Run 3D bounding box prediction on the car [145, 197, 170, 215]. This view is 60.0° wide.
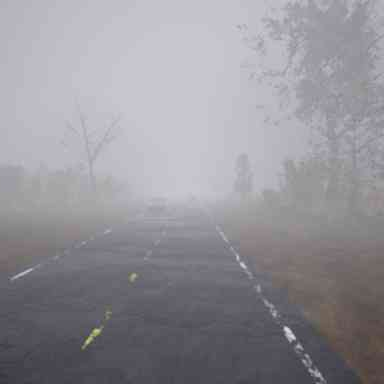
[{"bbox_3d":[-3.089,1.232,30.497,1.882,1.535,5.008,0,0,0],"label":"car"}]

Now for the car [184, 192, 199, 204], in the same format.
[{"bbox_3d":[0.104,1.098,53.182,1.812,1.442,4.674,0,0,0],"label":"car"}]
